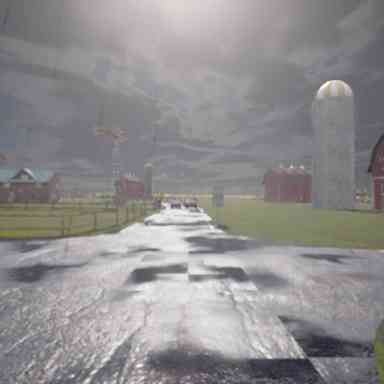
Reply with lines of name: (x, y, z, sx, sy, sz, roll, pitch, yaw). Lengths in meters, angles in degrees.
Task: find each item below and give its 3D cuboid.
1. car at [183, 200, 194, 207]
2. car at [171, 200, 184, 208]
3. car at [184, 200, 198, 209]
car: (-0.724, 2.339, 68.277, 1.994, 1.385, 4.181, 0, -1, -6)
car: (-2.997, 2.198, 62.266, 1.882, 1.535, 5.008, 0, -1, -2)
car: (-0.058, 2.184, 58.148, 1.837, 1.490, 4.892, 0, -1, -2)
